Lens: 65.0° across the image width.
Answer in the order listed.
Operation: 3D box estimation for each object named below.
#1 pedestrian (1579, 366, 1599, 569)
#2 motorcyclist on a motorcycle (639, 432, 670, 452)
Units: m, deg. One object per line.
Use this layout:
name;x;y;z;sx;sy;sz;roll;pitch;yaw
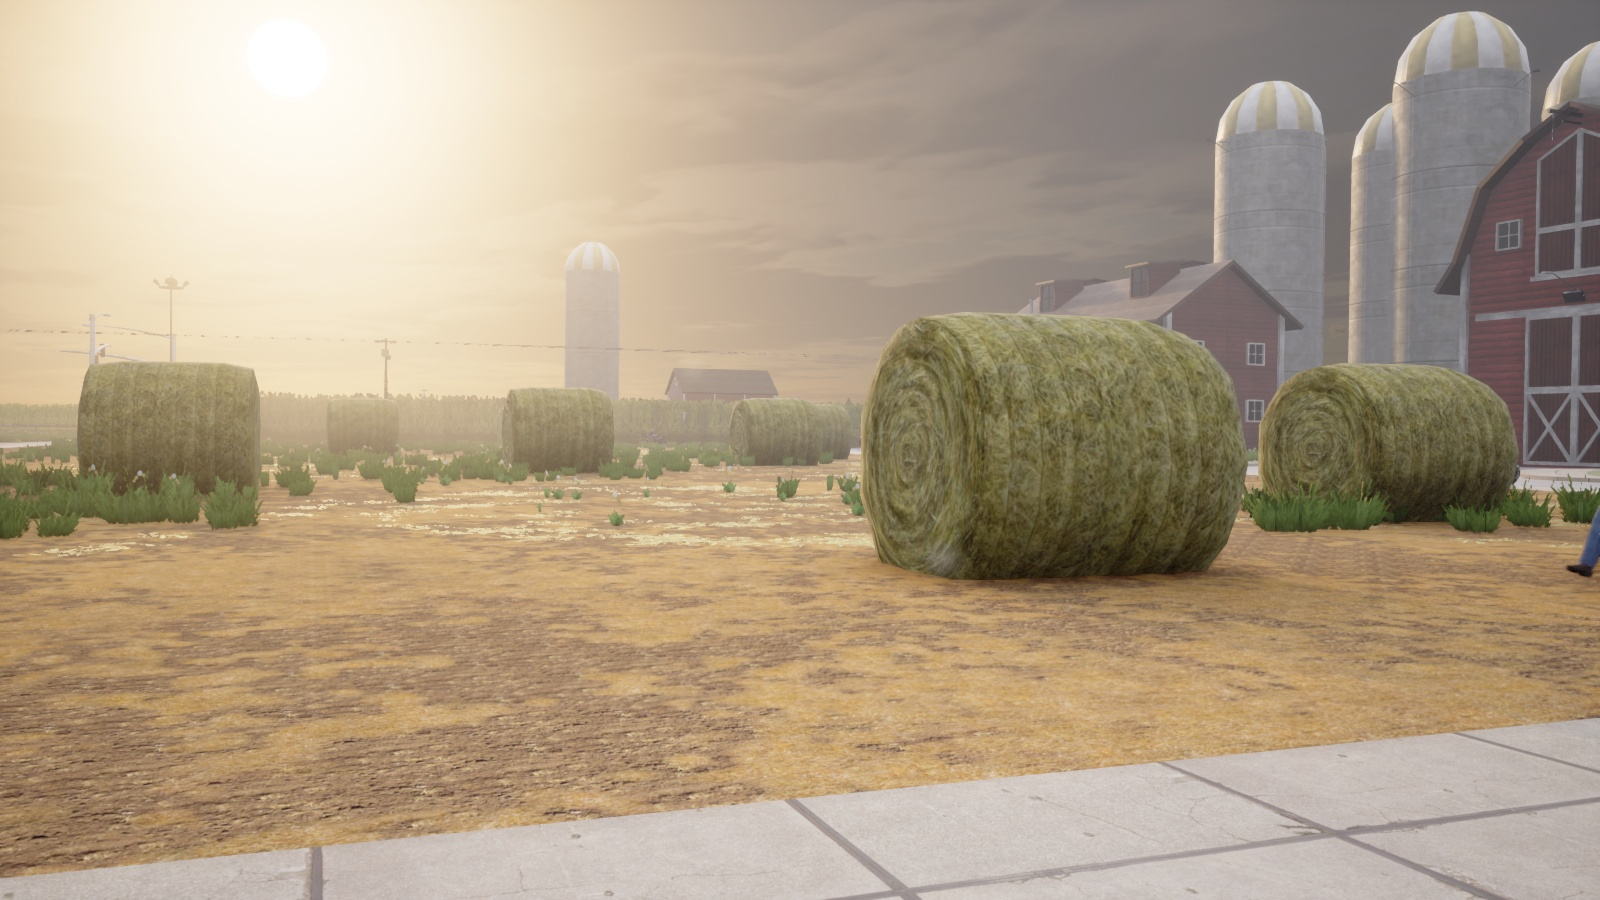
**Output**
pedestrian;7.623;0.153;11.536;0.706;1.836;0.354;-1;1;3
motorcyclist on a motorcycle;-11.098;-0.601;95.546;2.191;1.530;0.866;-1;1;-21
